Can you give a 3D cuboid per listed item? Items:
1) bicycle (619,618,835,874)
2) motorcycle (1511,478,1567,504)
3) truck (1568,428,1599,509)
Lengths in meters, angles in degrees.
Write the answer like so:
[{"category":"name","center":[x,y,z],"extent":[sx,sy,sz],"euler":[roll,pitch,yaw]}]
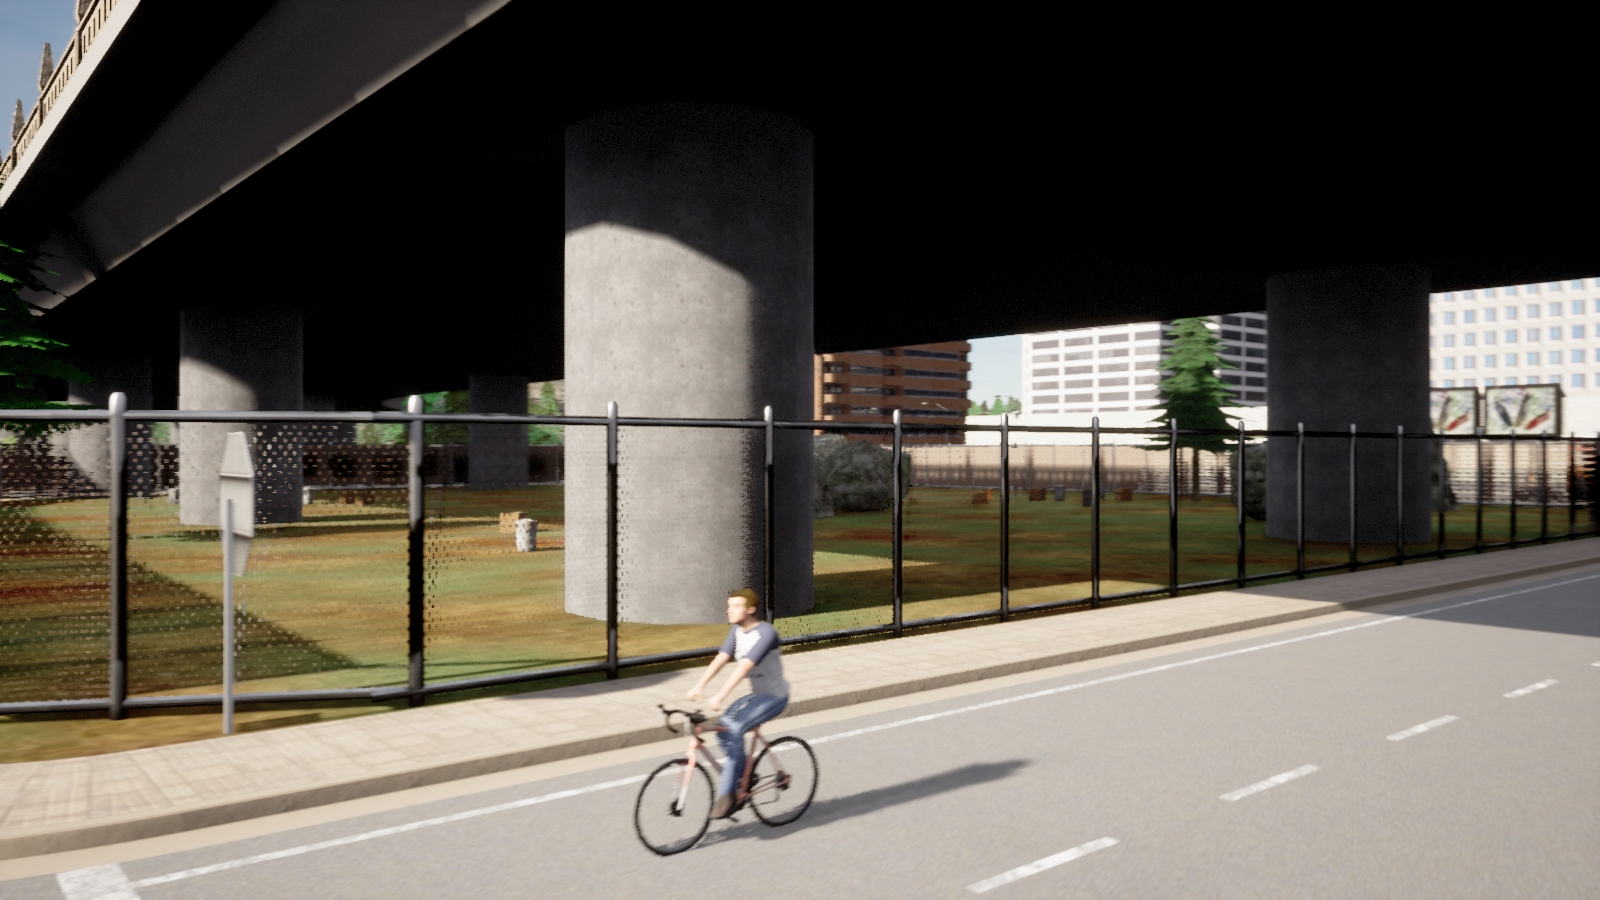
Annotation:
[{"category":"bicycle","center":[-0.493,2.064,8.250],"extent":[1.643,1.496,0.373],"euler":[0,0,-39]},{"category":"motorcycle","center":[38.893,2.146,60.131],"extent":[0.764,1.277,2.356],"euler":[0,0,-39]},{"category":"truck","center":[40.497,0.861,52.249],"extent":[2.891,3.827,8.468],"euler":[0,0,-39]}]
